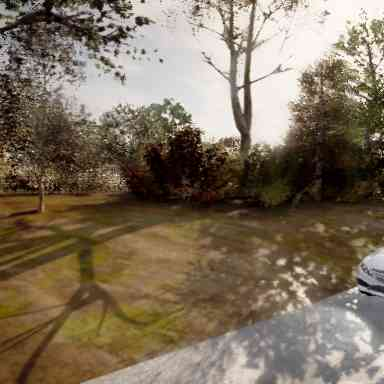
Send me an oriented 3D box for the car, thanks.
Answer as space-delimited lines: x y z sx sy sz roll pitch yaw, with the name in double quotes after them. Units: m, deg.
5.382 1.413 7.148 4.674 1.442 1.812 -1 2 -38 "car"
